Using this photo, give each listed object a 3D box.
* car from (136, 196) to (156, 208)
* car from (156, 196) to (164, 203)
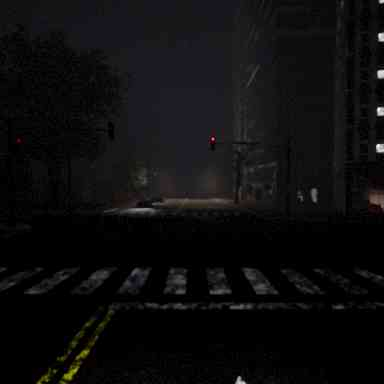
[{"bbox_3d":[-6.449,1.491,45.713,1.895,1.301,4.718,0,0,0],"label":"car"},{"bbox_3d":[-6.431,1.415,62.985,1.994,1.385,4.181,0,1,0],"label":"car"}]
